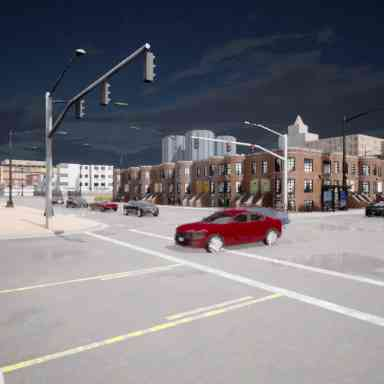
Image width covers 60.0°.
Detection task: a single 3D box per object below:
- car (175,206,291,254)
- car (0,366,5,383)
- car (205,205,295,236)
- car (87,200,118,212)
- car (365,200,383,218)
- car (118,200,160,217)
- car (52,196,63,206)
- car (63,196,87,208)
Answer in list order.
[{"bbox_3d":[1.618,1.477,13.777,5.008,1.535,1.882,0,0,-36],"label":"car"},{"bbox_3d":[-3.770,1.222,1.079,5.566,2.045,2.150,0,0,-35],"label":"car"},{"bbox_3d":[3.488,1.547,19.425,5.357,1.411,2.033,0,0,-36],"label":"car"},{"bbox_3d":[-10.315,1.601,38.907,1.895,1.301,4.718,0,0,-36],"label":"car"},{"bbox_3d":[17.109,1.478,29.201,5.008,1.535,1.882,0,0,-36],"label":"car"},{"bbox_3d":[-4.847,1.505,31.338,1.837,1.490,4.892,0,0,-36],"label":"car"},{"bbox_3d":[-23.191,1.491,56.840,2.128,1.511,4.902,0,0,-35],"label":"car"},{"bbox_3d":[-16.264,1.352,47.154,2.097,1.767,4.553,0,0,-36],"label":"car"}]
